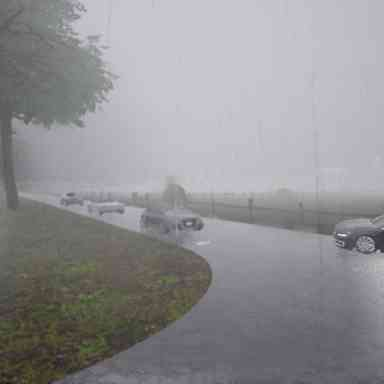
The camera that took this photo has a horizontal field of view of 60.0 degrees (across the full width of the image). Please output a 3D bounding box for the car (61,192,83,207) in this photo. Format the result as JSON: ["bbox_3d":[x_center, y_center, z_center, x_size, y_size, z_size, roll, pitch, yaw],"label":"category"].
[{"bbox_3d":[-13.575,0.782,37.546,1.837,1.490,4.892,-2,2,-31],"label":"car"}]

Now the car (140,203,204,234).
[{"bbox_3d":[-1.120,1.245,17.094,1.994,1.385,4.181,-2,2,-30],"label":"car"}]

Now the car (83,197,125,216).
[{"bbox_3d":[-6.929,1.084,26.595,1.895,1.301,4.718,-2,2,-31],"label":"car"}]

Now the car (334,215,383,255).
[{"bbox_3d":[7.367,1.342,11.031,4.892,1.490,1.837,1,8,22],"label":"car"}]
